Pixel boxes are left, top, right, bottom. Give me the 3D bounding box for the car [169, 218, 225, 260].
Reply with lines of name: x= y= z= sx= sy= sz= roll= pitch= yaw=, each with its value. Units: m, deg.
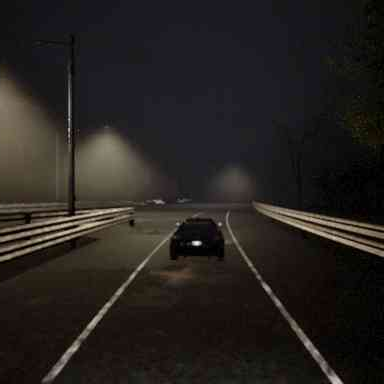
car: x=0.268 y=1.703 z=13.162 sx=1.994 sy=1.385 sz=4.181 roll=0 pitch=0 yaw=3
